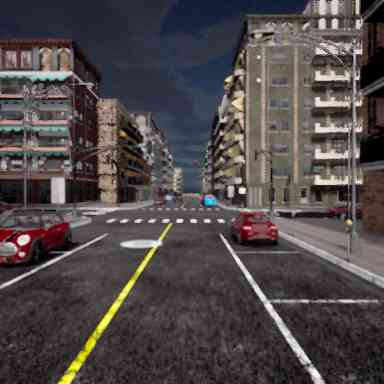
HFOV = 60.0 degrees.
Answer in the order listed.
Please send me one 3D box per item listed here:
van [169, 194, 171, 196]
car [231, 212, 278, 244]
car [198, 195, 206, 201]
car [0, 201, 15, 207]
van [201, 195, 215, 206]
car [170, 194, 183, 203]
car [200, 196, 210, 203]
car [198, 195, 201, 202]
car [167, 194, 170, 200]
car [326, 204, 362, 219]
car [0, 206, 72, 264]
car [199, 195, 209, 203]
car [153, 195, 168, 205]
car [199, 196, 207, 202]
[{"bbox_3d":[-5.831,1.474,86.439,1.690,1.788,3.998,-1,0,0],"label":"van"},{"bbox_3d":[2.795,1.577,15.374,1.802,1.307,4.206,0,0,0],"label":"car"},{"bbox_3d":[2.743,1.593,91.899,1.967,1.590,4.097,-1,0,0],"label":"car"},{"bbox_3d":[-17.730,1.468,30.564,4.206,1.307,1.802,1,0,0],"label":"car"},{"bbox_3d":[2.819,1.377,53.276,1.690,1.788,3.998,-1,0,0],"label":"van"},{"bbox_3d":[-2.988,1.633,71.306,1.994,1.385,4.181,0,0,0],"label":"car"},{"bbox_3d":[2.693,1.602,69.982,1.752,1.417,4.829,-1,0,0],"label":"car"},{"bbox_3d":[2.731,1.362,58.773,2.192,1.841,5.009,-1,0,0],"label":"car"},{"bbox_3d":[-5.831,1.627,64.346,1.947,1.339,4.313,-1,0,0],"label":"car"},{"bbox_3d":[14.724,1.750,30.498,4.507,1.381,1.887,1,0,0],"label":"car"},{"bbox_3d":[-5.737,1.435,11.594,1.967,1.590,4.097,0,0,0],"label":"car"},{"bbox_3d":[2.693,1.534,75.335,1.967,1.590,4.097,-1,0,0],"label":"car"},{"bbox_3d":[-5.832,1.630,58.824,1.802,1.307,4.206,-1,0,0],"label":"car"},{"bbox_3d":[2.695,1.658,80.856,1.887,1.381,4.507,-1,0,0],"label":"car"}]
